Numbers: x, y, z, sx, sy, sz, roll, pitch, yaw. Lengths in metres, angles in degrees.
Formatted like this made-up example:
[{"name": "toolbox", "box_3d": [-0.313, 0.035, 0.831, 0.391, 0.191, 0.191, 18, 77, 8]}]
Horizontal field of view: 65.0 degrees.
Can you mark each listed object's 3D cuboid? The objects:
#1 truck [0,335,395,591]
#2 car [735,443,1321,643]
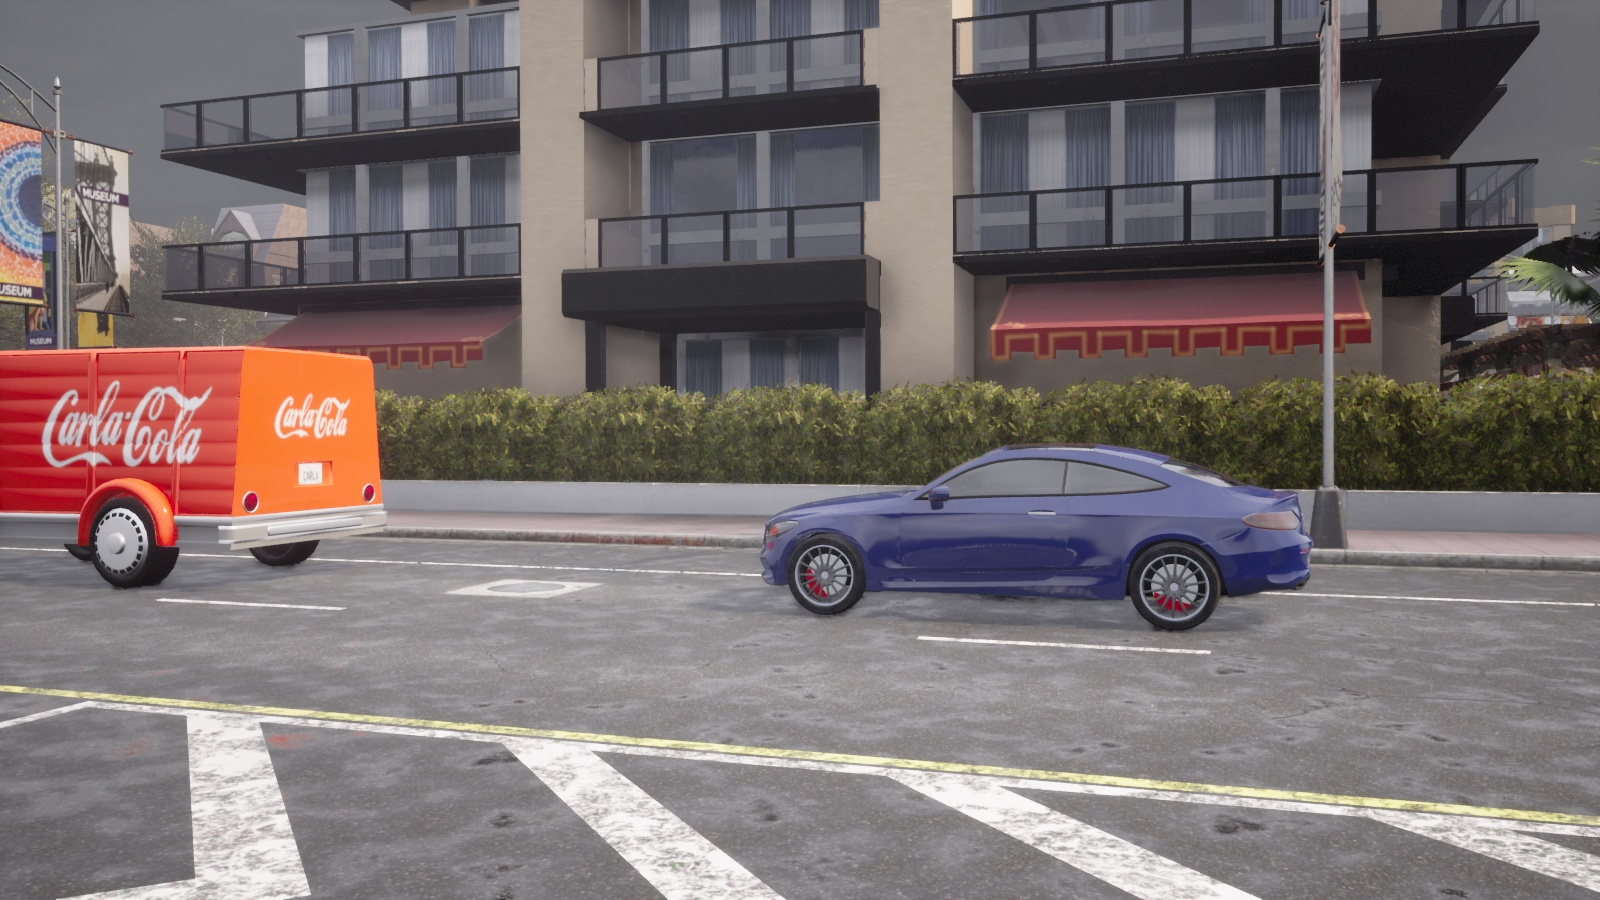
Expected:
[{"name": "truck", "box_3d": [-7.581, 0.085, 14.149, 5.204, 2.467, 2.627, 1, 1, 19]}, {"name": "car", "box_3d": [1.945, 0.684, 10.949, 4.674, 1.442, 1.812, 1, 1, 18]}]
